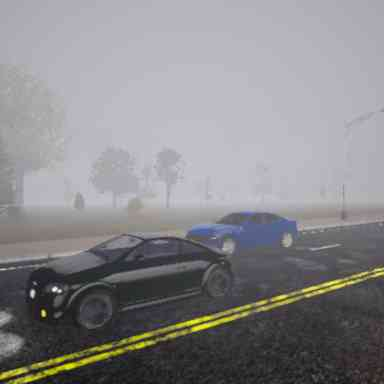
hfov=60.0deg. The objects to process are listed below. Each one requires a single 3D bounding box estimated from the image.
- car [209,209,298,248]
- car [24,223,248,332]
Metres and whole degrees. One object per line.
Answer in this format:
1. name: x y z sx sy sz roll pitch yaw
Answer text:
1. car: 2.060 1.461 13.104 5.008 1.535 1.882 0 0 -35
2. car: -1.110 1.559 6.873 4.181 1.385 1.994 0 0 -36
